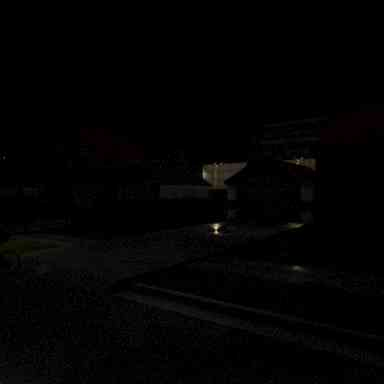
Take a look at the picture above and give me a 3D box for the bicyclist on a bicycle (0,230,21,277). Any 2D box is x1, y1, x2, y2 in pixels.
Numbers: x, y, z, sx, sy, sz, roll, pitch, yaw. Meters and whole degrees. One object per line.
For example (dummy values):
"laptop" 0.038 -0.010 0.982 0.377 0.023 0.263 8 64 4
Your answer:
"bicyclist on a bicycle" -5.059 1.400 8.243 0.582 1.620 1.656 0 0 35
